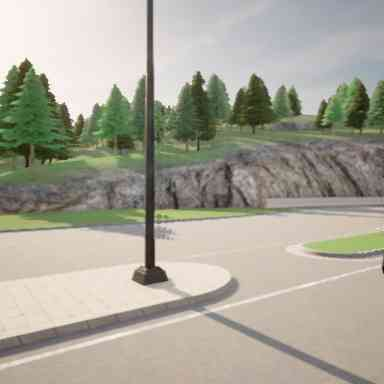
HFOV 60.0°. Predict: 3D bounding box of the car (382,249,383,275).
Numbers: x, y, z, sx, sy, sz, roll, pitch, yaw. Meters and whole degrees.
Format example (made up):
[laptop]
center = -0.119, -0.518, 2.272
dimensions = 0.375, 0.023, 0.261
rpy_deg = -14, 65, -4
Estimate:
[car]
center = 6.959, 1.338, 8.594
dimensions = 4.553, 1.767, 2.097
rpy_deg = 0, 0, -34
